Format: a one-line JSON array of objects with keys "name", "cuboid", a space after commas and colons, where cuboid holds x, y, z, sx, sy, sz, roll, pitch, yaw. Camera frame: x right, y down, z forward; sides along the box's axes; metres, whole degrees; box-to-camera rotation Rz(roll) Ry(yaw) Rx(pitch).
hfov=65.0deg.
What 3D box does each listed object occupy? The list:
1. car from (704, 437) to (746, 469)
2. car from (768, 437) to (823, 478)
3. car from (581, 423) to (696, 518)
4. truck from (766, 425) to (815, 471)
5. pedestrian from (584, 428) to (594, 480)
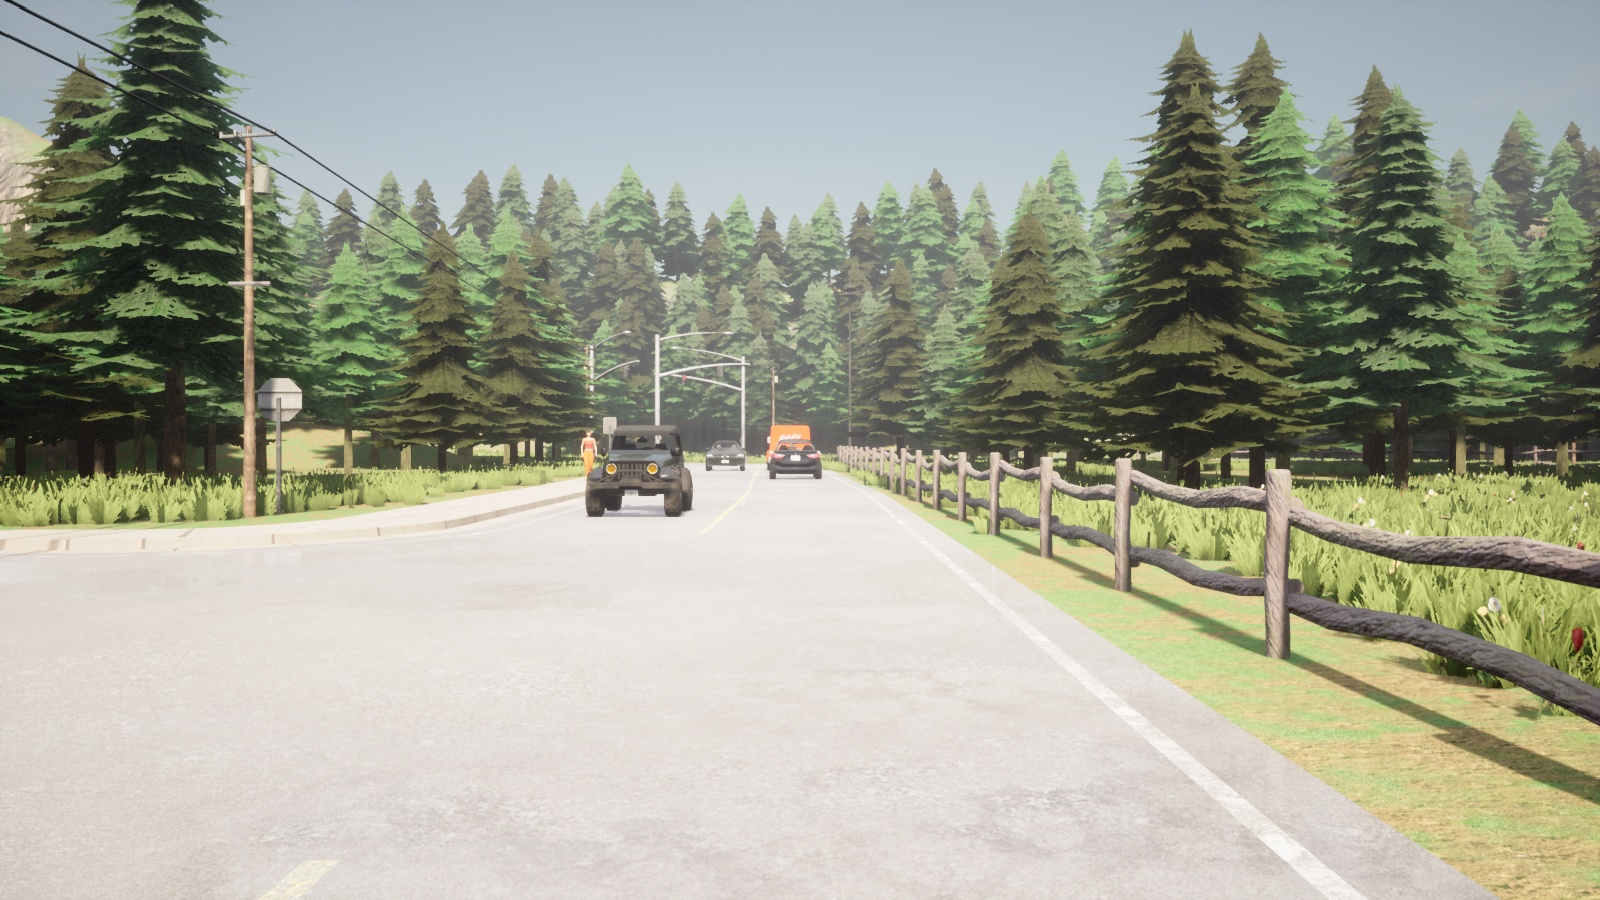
[{"name": "car", "cuboid": [-4.031, 0.144, 68.334, 2.152, 1.651, 5.027, 0, 0, -2]}, {"name": "car", "cuboid": [-0.211, 0.298, 53.348, 2.242, 1.667, 4.611, 0, 0, -1]}, {"name": "car", "cuboid": [-3.336, 0.389, 26.623, 1.905, 1.878, 3.866, 0, 0, 0]}, {"name": "truck", "cuboid": [-0.592, -0.129, 70.272, 2.627, 2.467, 5.204, 0, 0, -2]}, {"name": "pedestrian", "cuboid": [-7.464, 0.145, 44.384, 0.345, 1.836, 0.594, 0, 0, -11]}]
